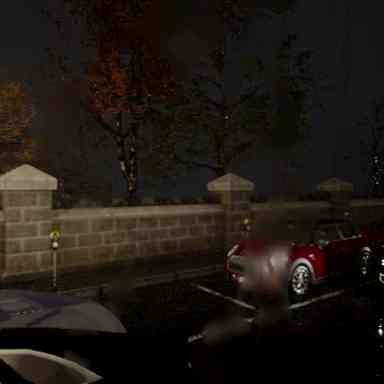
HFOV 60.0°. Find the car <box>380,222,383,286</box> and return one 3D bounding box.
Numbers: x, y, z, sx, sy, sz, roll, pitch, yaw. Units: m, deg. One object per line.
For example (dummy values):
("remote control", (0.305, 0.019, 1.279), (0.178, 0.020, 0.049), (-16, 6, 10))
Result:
("car", (6.325, 1.503, 7.873), (4.892, 1.490, 1.837), (1, 0, -35))

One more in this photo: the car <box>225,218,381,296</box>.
("car", (2.774, 1.437, 8.543), (4.097, 1.590, 1.967), (0, 0, -36))

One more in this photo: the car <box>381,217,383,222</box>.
("car", (7.281, 1.540, 11.758), (4.507, 1.381, 1.887), (0, 0, -36))

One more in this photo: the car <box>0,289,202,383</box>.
("car", (-2.191, 1.492, 1.807), (4.902, 1.511, 2.128), (0, 0, -35))
